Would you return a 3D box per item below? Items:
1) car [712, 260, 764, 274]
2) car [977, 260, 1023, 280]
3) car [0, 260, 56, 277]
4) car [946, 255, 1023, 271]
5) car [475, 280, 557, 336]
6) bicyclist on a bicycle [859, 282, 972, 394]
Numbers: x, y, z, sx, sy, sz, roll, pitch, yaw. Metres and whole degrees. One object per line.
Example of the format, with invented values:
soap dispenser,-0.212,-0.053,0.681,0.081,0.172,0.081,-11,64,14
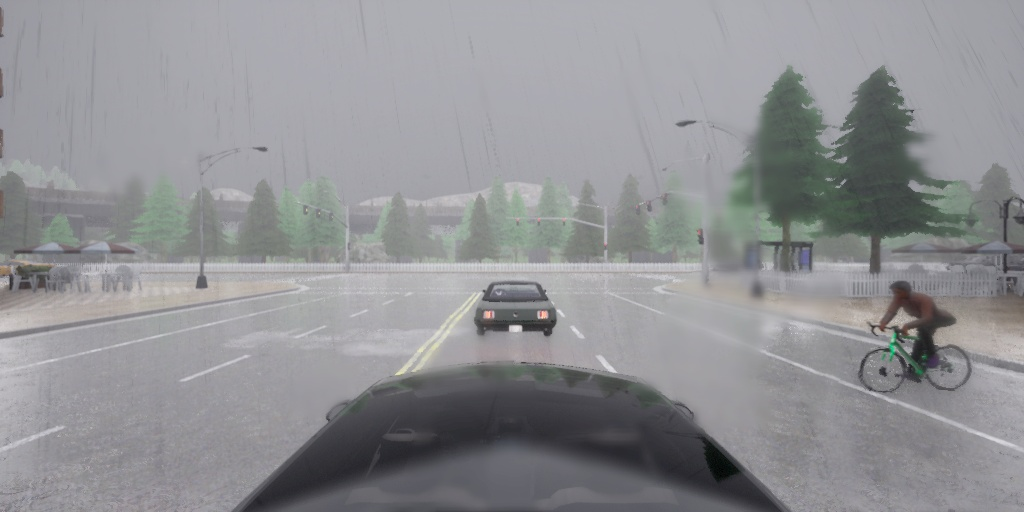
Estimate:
car,23.754,1.159,37.700,4.902,1.511,2.128,0,0,0
car,38.954,1.224,26.614,5.357,1.411,2.033,0,0,6
car,-44.784,1.150,32.299,5.008,1.535,1.882,0,0,-16
car,47.328,0.890,35.628,5.566,2.045,2.150,0,0,17
car,0.073,1.345,10.275,1.895,1.301,4.718,0,0,0
bicyclist on a bicycle,5.846,1.194,5.207,1.656,1.620,0.582,-2,0,0
